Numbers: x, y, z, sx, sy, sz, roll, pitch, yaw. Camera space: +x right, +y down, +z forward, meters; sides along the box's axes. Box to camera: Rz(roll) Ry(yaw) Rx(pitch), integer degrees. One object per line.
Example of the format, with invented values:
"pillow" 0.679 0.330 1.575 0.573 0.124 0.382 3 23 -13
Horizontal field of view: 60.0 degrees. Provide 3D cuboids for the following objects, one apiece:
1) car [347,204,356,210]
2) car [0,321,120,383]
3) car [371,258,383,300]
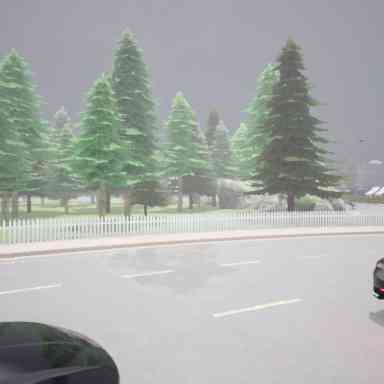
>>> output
"car" 19.248 1.618 42.699 1.994 1.385 4.181 0 0 -4
"car" -2.779 1.478 1.580 5.008 1.535 1.882 0 0 -37
"car" 5.561 1.491 6.093 4.902 1.511 2.128 0 0 -24
